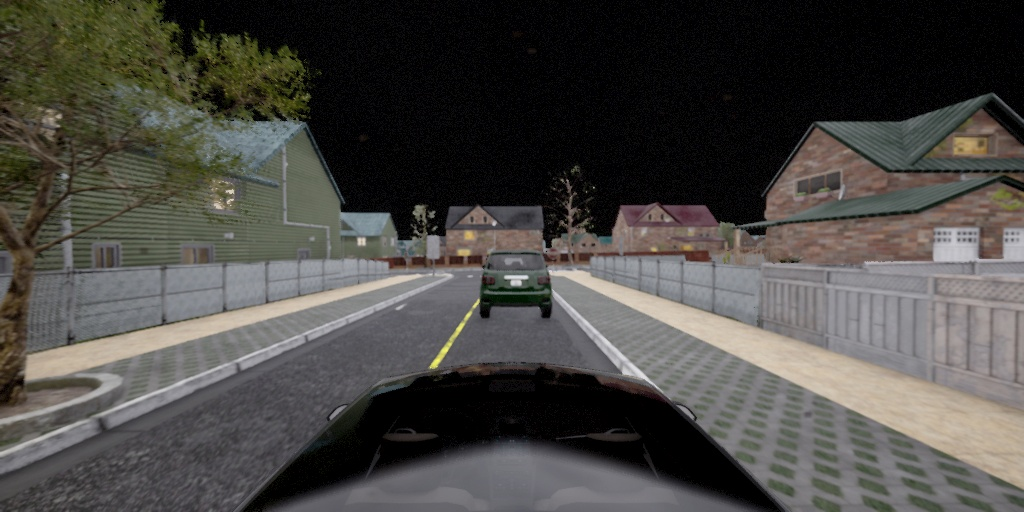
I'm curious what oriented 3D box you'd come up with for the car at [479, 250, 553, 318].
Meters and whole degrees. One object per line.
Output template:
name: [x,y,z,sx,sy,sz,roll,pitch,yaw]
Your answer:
car: [0.098,0.836,12.459,2.150,2.045,5.566,0,0,0]
